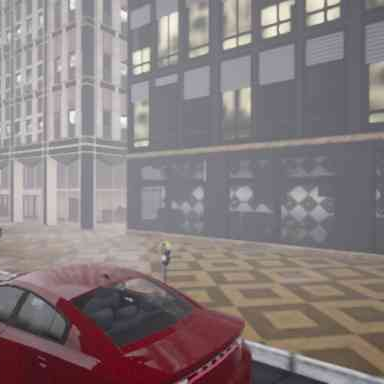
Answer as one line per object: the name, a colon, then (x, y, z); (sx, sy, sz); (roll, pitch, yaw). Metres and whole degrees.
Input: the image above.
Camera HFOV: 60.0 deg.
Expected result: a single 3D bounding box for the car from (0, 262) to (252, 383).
car: (-1.529, 1.547, 3.959); (4.507, 1.381, 1.887); (0, 0, 35)
